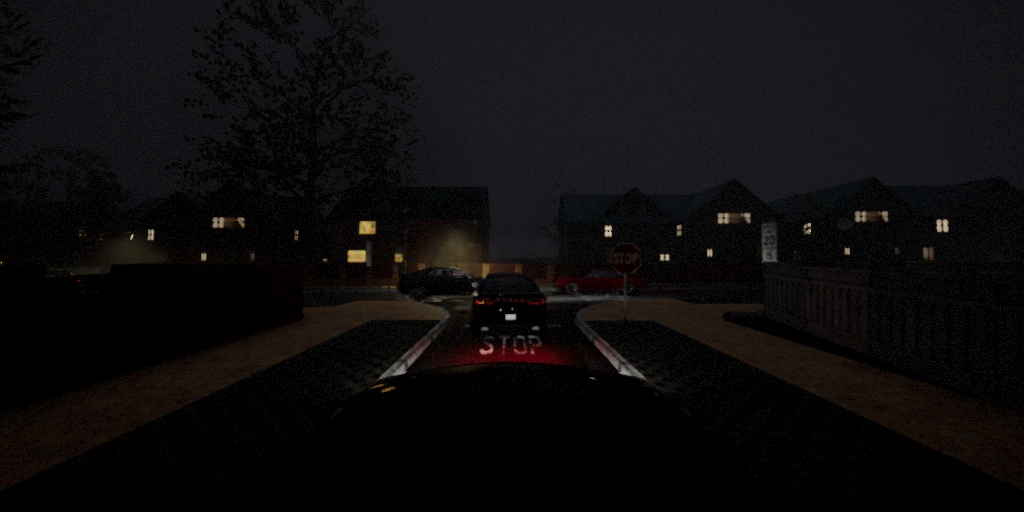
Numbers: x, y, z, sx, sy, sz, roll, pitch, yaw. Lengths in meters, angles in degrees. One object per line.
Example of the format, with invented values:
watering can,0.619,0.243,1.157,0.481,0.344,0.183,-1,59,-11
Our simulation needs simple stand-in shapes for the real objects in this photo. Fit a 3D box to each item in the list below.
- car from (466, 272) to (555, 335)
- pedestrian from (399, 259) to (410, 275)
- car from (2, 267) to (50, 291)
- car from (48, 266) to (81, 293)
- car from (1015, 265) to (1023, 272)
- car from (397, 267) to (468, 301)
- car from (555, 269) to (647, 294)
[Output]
car,-0.157,1.208,10.479,1.882,1.535,5.008,0,0,-3
pedestrian,-6.720,1.061,22.458,0.375,1.860,0.375,0,-1,1
car,-25.526,1.466,16.830,5.008,1.535,1.882,-1,-1,1
car,-26.906,1.423,19.798,4.553,1.767,2.097,-1,-1,1
car,27.714,1.086,19.101,4.674,1.442,1.812,0,-1,1
car,-2.749,1.248,16.536,4.902,1.511,2.128,0,-1,1
car,4.631,1.348,19.394,4.718,1.301,1.895,-1,-1,1
